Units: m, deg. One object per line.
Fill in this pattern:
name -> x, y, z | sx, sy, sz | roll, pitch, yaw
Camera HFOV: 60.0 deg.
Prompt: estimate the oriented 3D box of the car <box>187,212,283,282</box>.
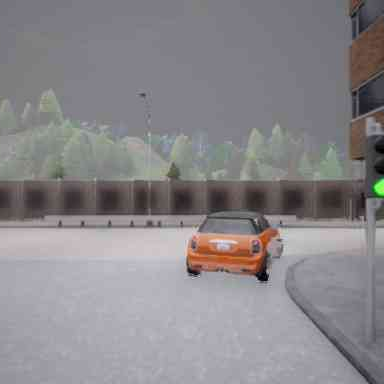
car -> 1.494, 1.368, 10.158 | 2.097, 1.767, 4.553 | 0, 0, 20
